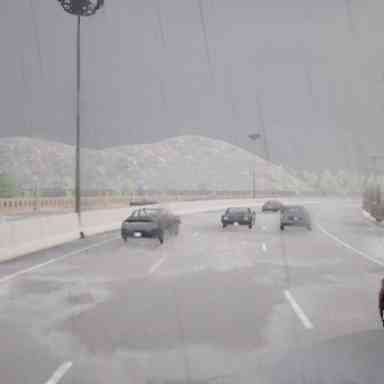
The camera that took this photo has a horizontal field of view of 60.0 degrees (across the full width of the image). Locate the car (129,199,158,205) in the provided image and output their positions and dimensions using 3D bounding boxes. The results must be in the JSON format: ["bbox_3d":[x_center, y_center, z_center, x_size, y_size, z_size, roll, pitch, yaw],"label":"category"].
[{"bbox_3d":[-6.659,1.596,45.961,1.895,1.301,4.718,0,0,26],"label":"car"}]

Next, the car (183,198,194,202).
[{"bbox_3d":[0.340,1.578,51.691,2.033,1.411,5.357,0,0,31],"label":"car"}]

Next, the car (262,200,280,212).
[{"bbox_3d":[9.602,1.630,38.933,1.994,1.385,4.181,0,0,26],"label":"car"}]

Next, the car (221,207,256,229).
[{"bbox_3d":[3.232,1.629,22.191,1.895,1.301,4.718,0,0,15],"label":"car"}]

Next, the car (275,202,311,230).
[{"bbox_3d":[6.627,1.590,21.505,2.033,1.411,5.357,0,0,15],"label":"car"}]

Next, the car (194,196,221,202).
[{"bbox_3d":[2.738,1.391,48.734,2.097,1.767,4.553,0,0,30],"label":"car"}]

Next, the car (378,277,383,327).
[{"bbox_3d":[3.810,1.497,3.270,1.882,1.535,5.008,0,0,3],"label":"car"}]

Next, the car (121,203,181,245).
[{"bbox_3d":[-1.770,1.492,15.676,2.128,1.511,4.902,0,0,10],"label":"car"}]
